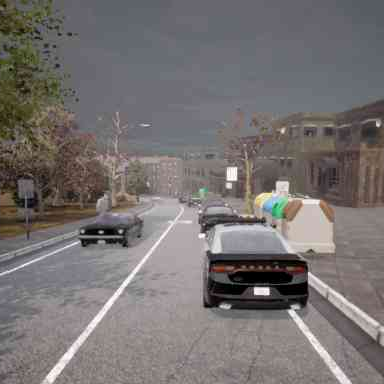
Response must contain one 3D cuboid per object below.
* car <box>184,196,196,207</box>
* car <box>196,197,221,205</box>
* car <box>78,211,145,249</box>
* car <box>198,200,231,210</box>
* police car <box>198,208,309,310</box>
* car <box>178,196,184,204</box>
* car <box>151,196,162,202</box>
[{"bbox_3d":[0.299,1.365,46.843,1.812,1.442,4.674,0,0,-5],"label":"car"},{"bbox_3d":[1.515,1.278,23.921,2.097,1.767,4.553,0,0,1],"label":"car"},{"bbox_3d":[-3.329,1.553,14.563,1.895,1.301,4.718,0,0,1],"label":"car"},{"bbox_3d":[1.392,1.424,17.927,1.882,1.535,5.008,0,0,1],"label":"car"},{"bbox_3d":[1.187,1.402,7.990,1.930,1.638,5.238,0,0,1],"label":"police car"},{"bbox_3d":[-1.245,1.357,60.169,1.994,1.385,4.181,-1,0,-11],"label":"car"},{"bbox_3d":[-7.980,1.470,73.887,1.895,1.301,4.718,-2,0,-15],"label":"car"}]
